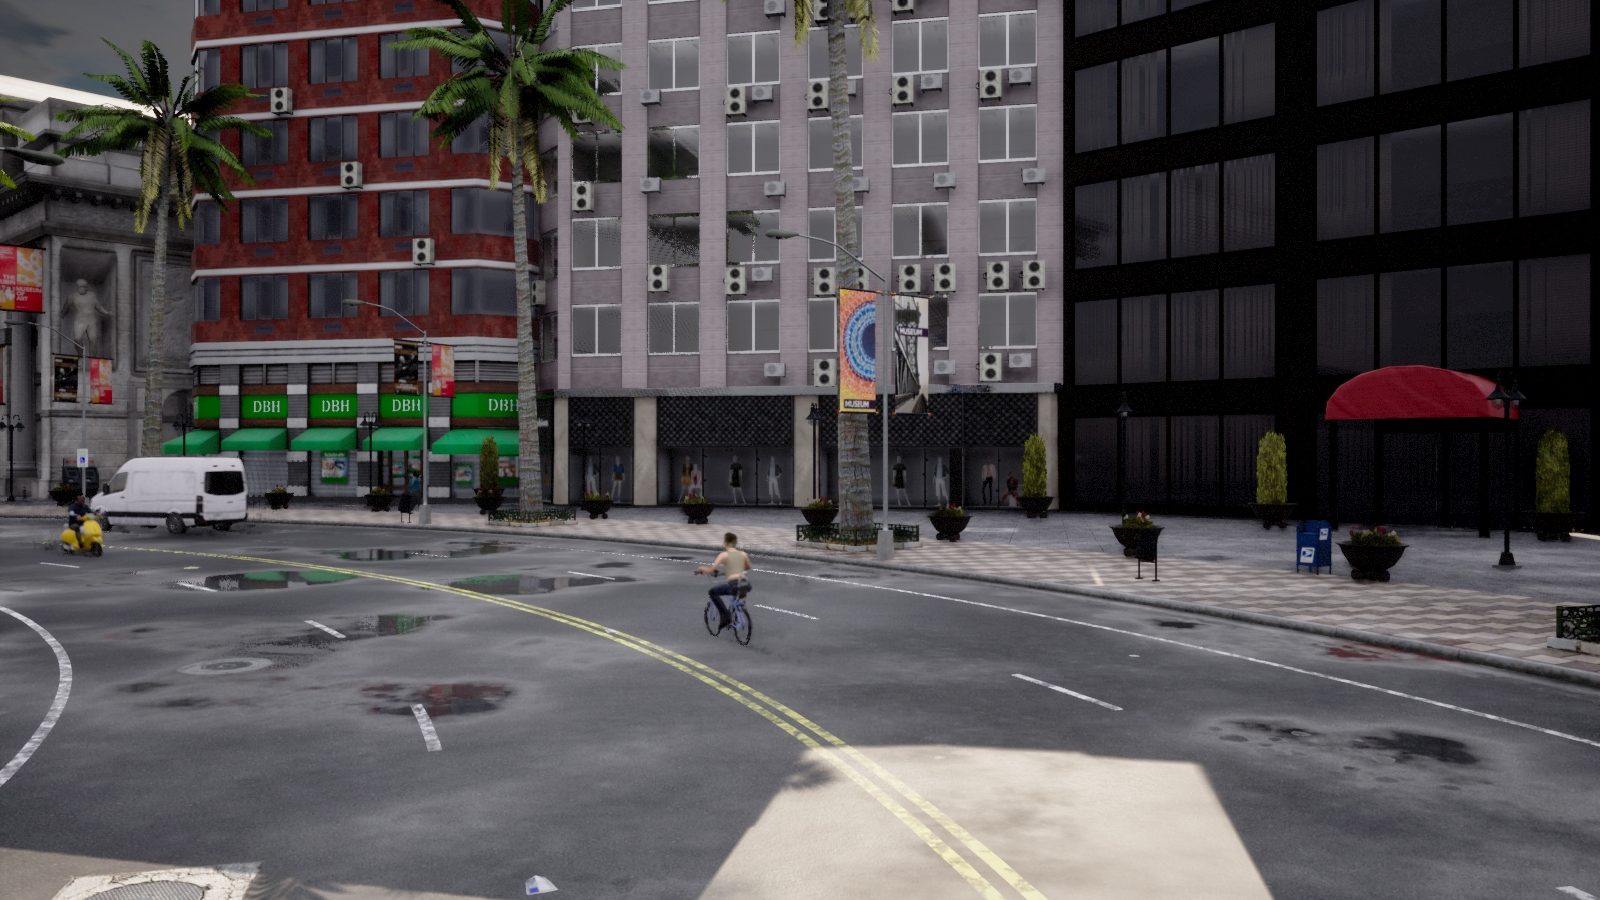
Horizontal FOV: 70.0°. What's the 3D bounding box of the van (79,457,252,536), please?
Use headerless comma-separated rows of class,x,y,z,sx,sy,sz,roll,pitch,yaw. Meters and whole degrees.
van,-21.841,1.534,39.291,5.915,2.561,1.988,0,0,23

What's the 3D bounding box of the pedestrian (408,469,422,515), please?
pedestrian,-15.634,1.697,46.389,0.375,1.860,0.375,0,0,15
